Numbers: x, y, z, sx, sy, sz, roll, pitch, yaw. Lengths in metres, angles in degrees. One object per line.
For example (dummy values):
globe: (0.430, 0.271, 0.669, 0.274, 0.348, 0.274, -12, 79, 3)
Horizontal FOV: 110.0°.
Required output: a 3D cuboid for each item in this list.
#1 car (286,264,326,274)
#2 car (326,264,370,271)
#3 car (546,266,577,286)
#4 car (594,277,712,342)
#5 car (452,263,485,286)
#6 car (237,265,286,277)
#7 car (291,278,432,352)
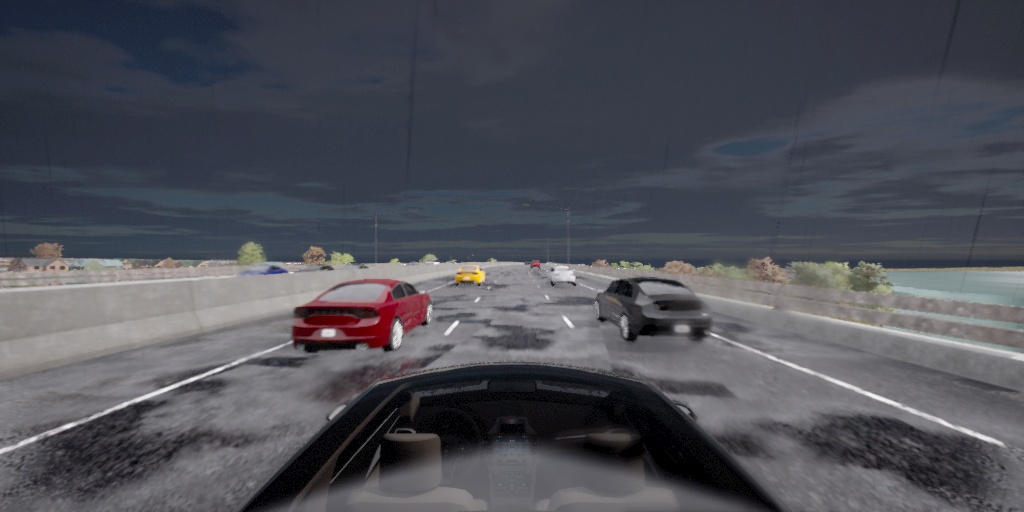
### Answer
car: (-17.320, 1.510, 31.736, 1.837, 1.490, 4.892, 0, -1, 1)
car: (-13.826, 1.483, 31.426, 1.882, 1.535, 5.008, 0, -1, 1)
car: (3.792, 1.514, 27.919, 1.812, 1.442, 4.674, 0, -1, 1)
car: (3.626, 1.332, 10.052, 1.837, 1.490, 4.892, 0, -1, 0)
car: (-3.193, 1.461, 28.136, 1.882, 1.535, 5.008, 0, -1, 1)
car: (-20.848, 1.512, 30.291, 1.812, 1.442, 4.674, 0, -1, 1)
car: (-3.379, 1.290, 9.098, 1.882, 1.535, 5.008, 0, -1, 0)
